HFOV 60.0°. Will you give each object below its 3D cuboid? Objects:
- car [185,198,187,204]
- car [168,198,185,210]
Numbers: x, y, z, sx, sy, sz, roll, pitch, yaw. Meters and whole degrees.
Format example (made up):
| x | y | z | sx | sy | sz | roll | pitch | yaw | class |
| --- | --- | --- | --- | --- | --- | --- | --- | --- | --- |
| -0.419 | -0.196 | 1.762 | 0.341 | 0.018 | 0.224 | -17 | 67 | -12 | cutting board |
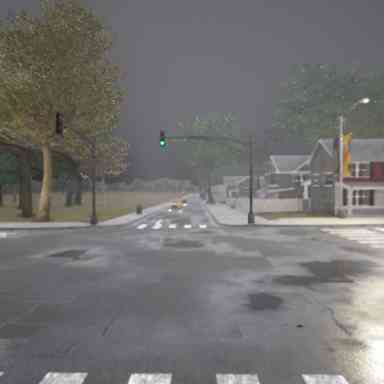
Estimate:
| x | y | z | sx | sy | sz | roll | pitch | yaw | class |
| --- | --- | --- | --- | --- | --- | --- | --- | --- | --- |
| -2.161 | 2.022 | 74.495 | 1.895 | 1.301 | 4.718 | 0 | 0 | 1 | car |
| -2.429 | 1.830 | 49.720 | 1.882 | 1.535 | 5.008 | 0 | 1 | 1 | car |
